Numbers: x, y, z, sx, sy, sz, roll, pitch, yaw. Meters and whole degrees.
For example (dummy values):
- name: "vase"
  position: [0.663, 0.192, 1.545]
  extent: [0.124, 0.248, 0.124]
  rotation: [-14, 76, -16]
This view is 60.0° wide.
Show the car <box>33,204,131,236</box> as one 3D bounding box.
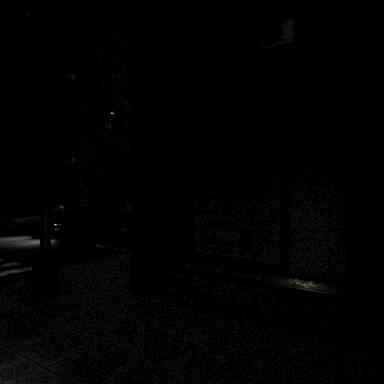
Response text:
- name: "car"
  position: [-5.870, 1.523, 18.581]
  extent: [1.837, 1.490, 4.892]
  rotation: [0, 0, 35]

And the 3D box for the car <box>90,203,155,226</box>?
- name: "car"
  position: [-4.940, 1.583, 24.246]
  extent: [2.008, 1.369, 4.403]
  rotation: [0, 0, 36]

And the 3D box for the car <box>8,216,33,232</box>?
- name: "car"
  position: [-8.190, 1.554, 19.706]
  extent: [1.752, 1.417, 4.829]
  rotation: [0, 0, 36]

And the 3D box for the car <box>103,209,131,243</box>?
- name: "car"
  position: [-1.570, 1.560, 15.166]
  extent: [1.947, 1.339, 4.313]
  rotation: [0, 0, 36]
